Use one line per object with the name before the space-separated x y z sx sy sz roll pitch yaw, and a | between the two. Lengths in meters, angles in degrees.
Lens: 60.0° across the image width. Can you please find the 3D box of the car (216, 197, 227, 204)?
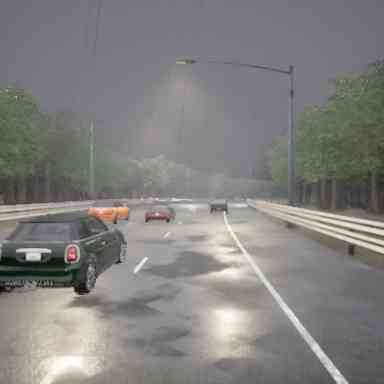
car | 6.174 1.843 69.448 1.994 1.385 4.181 0 -1 11

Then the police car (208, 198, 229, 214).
police car | 2.987 1.499 36.397 1.930 1.638 5.238 0 0 5

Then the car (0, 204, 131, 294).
car | -3.232 1.361 9.009 2.097 1.767 4.553 0 0 1

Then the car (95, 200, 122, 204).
car | -6.038 1.393 24.722 2.097 1.767 4.553 0 0 3

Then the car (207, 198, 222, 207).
car | 3.766 1.675 54.517 2.128 1.511 4.902 0 -1 9

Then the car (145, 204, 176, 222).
car | -2.424 1.610 26.379 1.994 1.385 4.181 0 0 4
